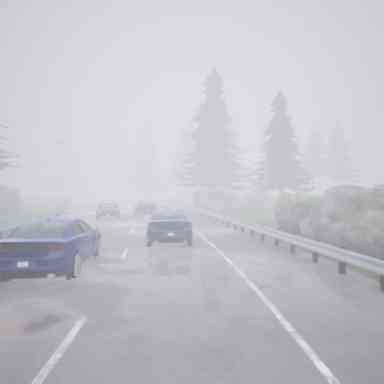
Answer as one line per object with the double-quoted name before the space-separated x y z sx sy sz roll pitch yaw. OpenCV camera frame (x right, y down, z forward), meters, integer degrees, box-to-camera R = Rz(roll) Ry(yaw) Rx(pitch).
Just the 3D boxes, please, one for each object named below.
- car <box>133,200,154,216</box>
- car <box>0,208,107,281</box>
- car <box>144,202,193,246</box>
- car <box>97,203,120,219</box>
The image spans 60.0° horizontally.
"car" -4.503 1.456 31.880 1.882 1.535 5.008 0 0 -15
"car" -4.026 1.478 9.970 1.882 1.535 5.008 0 0 -5
"car" -1.118 1.464 15.213 1.882 1.535 5.008 0 0 -7
"car" -7.355 1.591 29.090 1.895 1.301 4.718 0 0 -15
